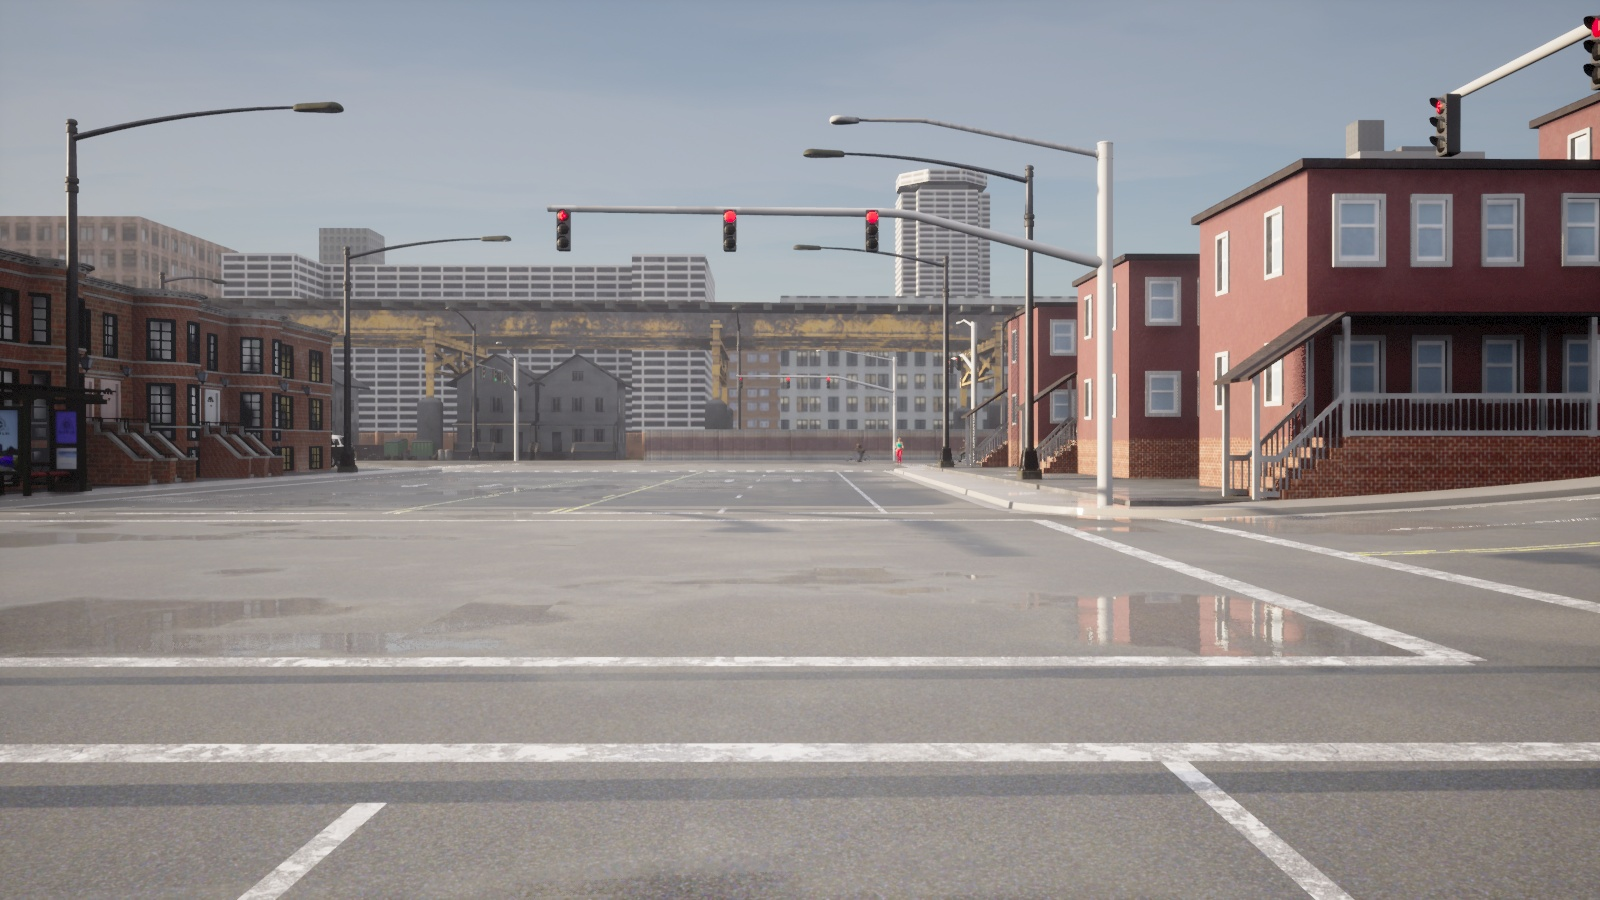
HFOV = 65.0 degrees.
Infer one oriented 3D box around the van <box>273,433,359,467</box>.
[{"bbox_3d":[-29.763,0.010,77.297,4.480,2.038,2.069,0,0,0],"label":"van"}]
